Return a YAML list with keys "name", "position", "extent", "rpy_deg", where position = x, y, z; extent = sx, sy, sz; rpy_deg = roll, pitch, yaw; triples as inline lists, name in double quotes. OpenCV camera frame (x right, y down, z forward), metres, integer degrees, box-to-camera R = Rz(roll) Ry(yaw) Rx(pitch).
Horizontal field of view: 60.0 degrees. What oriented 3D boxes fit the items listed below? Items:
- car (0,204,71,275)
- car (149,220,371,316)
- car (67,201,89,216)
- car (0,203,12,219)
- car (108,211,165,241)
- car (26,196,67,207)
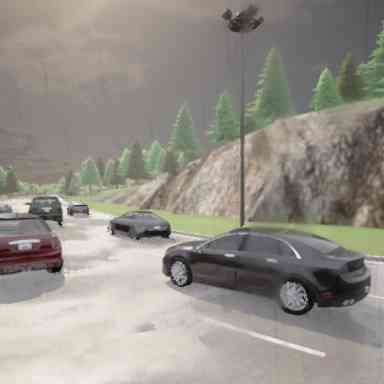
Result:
- name: "car"
  position: [-5.624, 1.394, 9.935]
  extent: [2.097, 1.767, 4.553]
  rpy_deg: [1, -1, -42]
- name: "car"
  position: [1.402, 1.566, 7.762]
  extent: [4.892, 1.490, 1.837]
  rpy_deg: [0, 0, 40]
- name: "car"
  position: [-11.950, 1.669, 34.700]
  extent: [2.128, 1.511, 4.902]
  rpy_deg: [0, 0, -26]
- name: "car"
  position: [-17.818, 1.724, 30.737]
  extent: [1.895, 1.301, 4.718]
  rpy_deg: [0, 0, -26]
- name: "car"
  position: [-2.852, 1.671, 17.586]
  extent: [1.994, 1.385, 4.181]
  rpy_deg: [0, 0, -36]
- name: "car"
  position: [-10.842, 1.336, 24.439]
  extent: [2.150, 2.045, 5.566]
  rpy_deg: [0, 0, -27]
